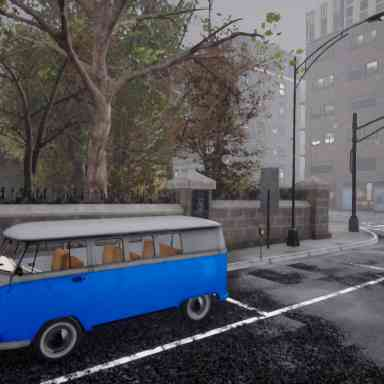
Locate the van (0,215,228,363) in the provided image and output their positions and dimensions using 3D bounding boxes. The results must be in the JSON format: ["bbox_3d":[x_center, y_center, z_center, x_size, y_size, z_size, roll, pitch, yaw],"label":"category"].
[{"bbox_3d":[-1.246,1.342,5.601,3.998,1.788,1.690,0,1,-35],"label":"van"}]
